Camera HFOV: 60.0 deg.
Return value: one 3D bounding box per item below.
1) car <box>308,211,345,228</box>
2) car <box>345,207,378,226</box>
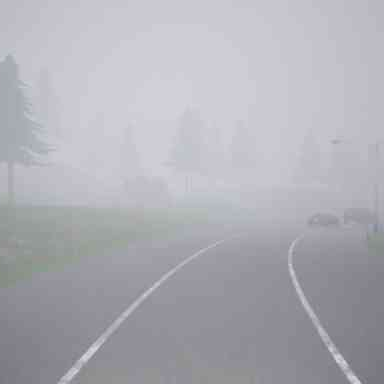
[{"bbox_3d":[13.016,2.694,32.709,1.994,1.385,4.181,2,-2,41],"label":"car"},{"bbox_3d":[20.138,2.958,39.703,5.566,2.045,2.150,5,-1,-39],"label":"car"}]
